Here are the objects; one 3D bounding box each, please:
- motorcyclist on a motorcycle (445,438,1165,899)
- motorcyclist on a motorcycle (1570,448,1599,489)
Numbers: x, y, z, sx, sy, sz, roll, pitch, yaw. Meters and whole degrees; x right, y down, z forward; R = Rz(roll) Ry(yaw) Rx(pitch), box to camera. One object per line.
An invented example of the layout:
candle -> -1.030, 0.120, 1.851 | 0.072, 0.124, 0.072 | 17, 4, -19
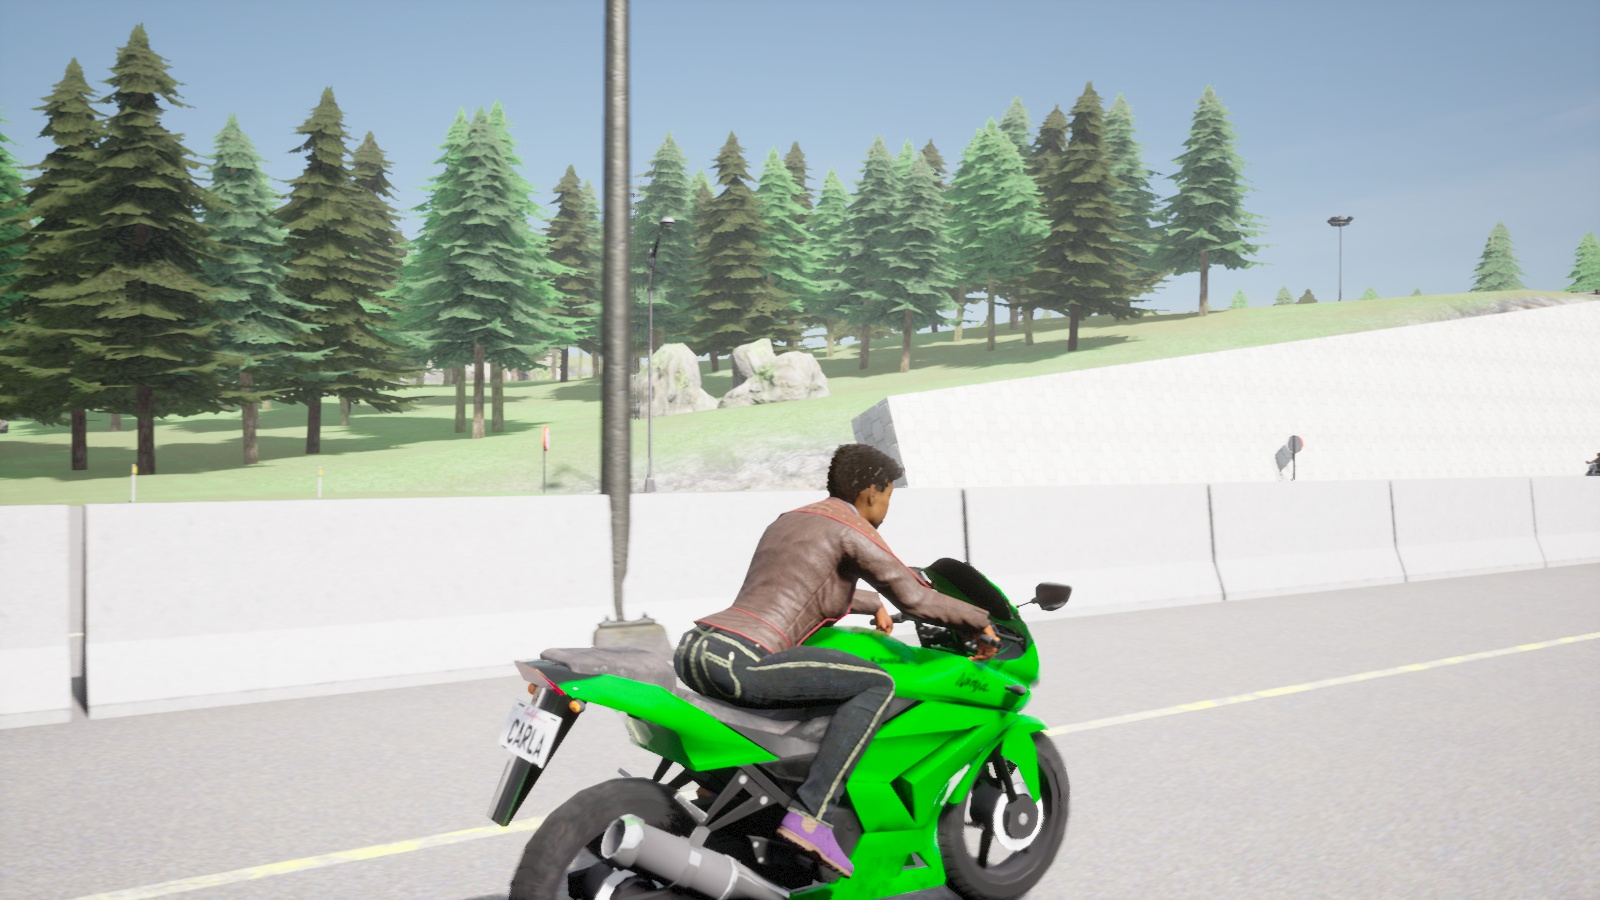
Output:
motorcyclist on a motorcycle -> 0.088, 0.736, 3.720 | 2.044, 1.523, 0.797 | 0, 0, -35
motorcyclist on a motorcycle -> 33.008, 0.753, 52.219 | 2.350, 1.649, 0.766 | 0, 0, -35
